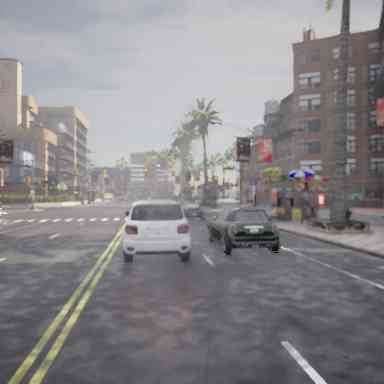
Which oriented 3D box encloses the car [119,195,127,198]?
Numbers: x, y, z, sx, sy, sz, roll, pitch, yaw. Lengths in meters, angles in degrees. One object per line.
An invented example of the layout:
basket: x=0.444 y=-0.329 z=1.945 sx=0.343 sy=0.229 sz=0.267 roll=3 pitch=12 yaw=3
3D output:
car: x=-19.279 y=1.805 z=93.323 sx=2.150 sy=2.045 sz=5.566 roll=0 pitch=0 yaw=-8

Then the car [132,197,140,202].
car: x=-15.869 y=2.109 z=94.241 sx=2.033 sy=1.411 sz=5.357 roll=0 pitch=0 yaw=-8

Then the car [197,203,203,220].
car: x=-0.099 y=1.682 z=29.693 sx=1.812 sy=1.442 sz=4.674 roll=0 pitch=0 yaw=-7

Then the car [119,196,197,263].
car: x=-1.353 y=1.296 z=12.552 sx=2.150 sy=2.045 sz=5.566 roll=0 pitch=0 yaw=-7

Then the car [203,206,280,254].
car: x=1.986 y=1.416 z=14.079 sx=2.097 sy=1.767 sz=4.553 roll=0 pitch=0 yaw=-7

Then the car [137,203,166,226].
car: x=-3.215 y=1.702 z=26.408 sx=2.033 sy=1.411 sz=5.357 roll=0 pitch=0 yaw=-7
